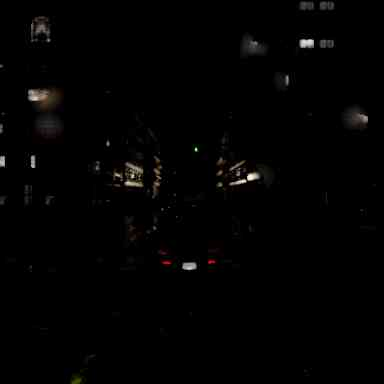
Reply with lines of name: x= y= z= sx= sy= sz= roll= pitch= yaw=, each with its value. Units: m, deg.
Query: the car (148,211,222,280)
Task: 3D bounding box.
car: x=-0.309 y=1.520 z=9.887 sx=1.812 sy=1.442 sz=4.674 roll=0 pitch=0 yaw=-6

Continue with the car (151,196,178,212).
car: x=-2.808 y=1.485 z=34.905 sx=1.837 sy=1.490 sz=4.892 roll=0 pitch=0 yaw=2

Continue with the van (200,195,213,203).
van: x=2.564 y=1.306 z=51.703 sx=1.690 sy=1.788 sz=3.998 roll=0 pitch=0 yaw=0

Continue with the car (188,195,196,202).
car: x=-0.006 y=1.418 z=74.851 sx=1.882 sy=1.535 sz=5.008 roll=0 pitch=0 yaw=0

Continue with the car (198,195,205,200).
car: x=2.560 y=1.464 z=90.567 sx=1.887 sy=1.381 sz=4.507 roll=0 pitch=0 yaw=0

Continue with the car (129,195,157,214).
car: x=-5.316 y=1.295 z=35.046 sx=2.192 sy=1.841 sz=5.009 roll=0 pitch=0 yaw=0

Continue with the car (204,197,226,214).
car: x=2.564 y=1.546 z=35.047 sx=1.947 sy=1.339 sz=4.313 roll=0 pitch=0 yaw=0

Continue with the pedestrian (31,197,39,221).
pedestrian: x=-12.153 y=1.275 z=25.796 sx=0.375 sy=1.860 sz=0.375 roll=0 pitch=1 yaw=0

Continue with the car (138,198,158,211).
car: x=-5.317 y=1.520 z=40.598 sx=1.887 sy=1.381 sz=4.507 roll=0 pitch=0 yaw=0

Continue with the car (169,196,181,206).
car: x=-2.755 y=1.487 z=55.387 sx=1.812 sy=1.442 sz=4.674 roll=0 pitch=0 yaw=0

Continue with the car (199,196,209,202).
car: x=2.562 y=1.492 z=73.911 sx=2.008 sy=1.369 sz=4.403 roll=0 pitch=0 yaw=0

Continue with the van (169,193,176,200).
van: x=-5.319 y=1.260 z=90.566 sx=1.690 sy=1.788 sz=3.998 roll=0 pitch=0 yaw=0

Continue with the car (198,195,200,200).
car: x=2.562 y=1.394 z=62.806 sx=1.967 sy=1.590 sz=4.097 roll=0 pitch=0 yaw=0

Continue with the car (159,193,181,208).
car: x=-2.829 y=1.323 z=45.129 sx=2.097 sy=1.767 sz=4.553 roll=0 pitch=0 yaw=0

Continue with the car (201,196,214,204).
car: x=2.563 y=1.552 z=46.151 sx=1.802 sy=1.307 sz=4.206 roll=0 pitch=0 yaw=0
